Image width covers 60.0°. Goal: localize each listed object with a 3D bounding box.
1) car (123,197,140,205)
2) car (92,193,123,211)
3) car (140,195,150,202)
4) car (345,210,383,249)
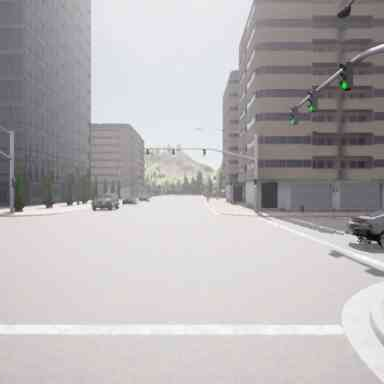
[{"bbox_3d":[-10.493,1.561,55.823,1.895,1.301,4.718,0,0,0],"label":"car"},{"bbox_3d":[-10.503,1.185,40.873,2.150,2.045,5.566,0,1,2],"label":"car"},{"bbox_3d":[-10.383,1.365,72.249,1.882,1.535,5.008,0,0,0],"label":"car"},{"bbox_3d":[8.972,1.482,13.759,4.902,1.511,2.128,0,0,0],"label":"car"}]
